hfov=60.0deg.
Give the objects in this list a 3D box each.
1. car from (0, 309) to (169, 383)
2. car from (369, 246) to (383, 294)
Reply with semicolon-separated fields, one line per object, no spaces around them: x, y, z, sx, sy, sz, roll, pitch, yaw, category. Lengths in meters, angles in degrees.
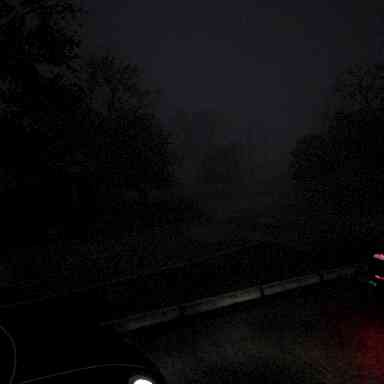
-2.232;1.354;1.721;4.553;1.767;2.097;0;0;-35;car
5.748;1.389;7.004;4.902;1.511;2.128;-1;1;-32;car
